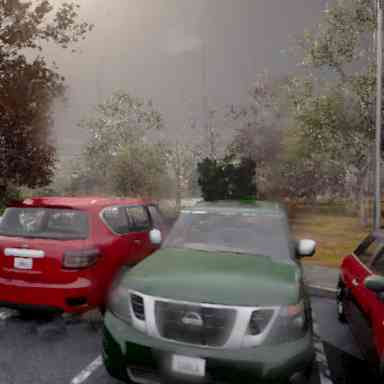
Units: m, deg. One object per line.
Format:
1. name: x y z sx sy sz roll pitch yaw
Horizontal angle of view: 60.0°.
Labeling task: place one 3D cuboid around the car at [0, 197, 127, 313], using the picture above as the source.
1. car: -1.728 1.132 7.357 2.435 2.045 5.566 1 0 15

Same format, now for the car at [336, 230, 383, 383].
1. car: 3.129 1.374 3.929 2.185 1.767 4.553 2 0 15

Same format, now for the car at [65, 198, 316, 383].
1. car: 0.698 1.190 5.588 2.435 2.045 5.566 2 0 15
